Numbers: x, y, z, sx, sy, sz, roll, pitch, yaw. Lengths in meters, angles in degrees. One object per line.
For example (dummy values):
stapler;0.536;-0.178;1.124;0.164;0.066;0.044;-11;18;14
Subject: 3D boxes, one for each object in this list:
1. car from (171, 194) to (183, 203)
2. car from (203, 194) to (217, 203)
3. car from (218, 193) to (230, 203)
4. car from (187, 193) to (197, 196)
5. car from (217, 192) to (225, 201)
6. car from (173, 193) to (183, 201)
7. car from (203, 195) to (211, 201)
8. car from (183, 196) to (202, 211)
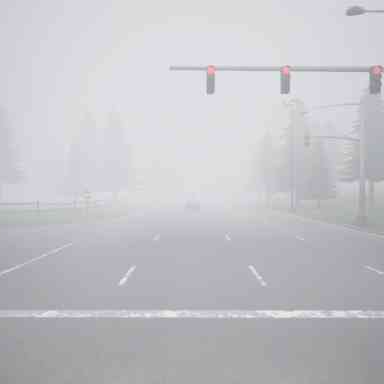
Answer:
car;-3.422;1.531;70.365;2.033;1.411;5.357;0;0;0
car;3.578;1.517;70.357;2.128;1.511;4.902;0;0;0
car;7.079;1.517;70.770;1.812;1.442;4.674;0;0;0
car;0.079;1.545;70.778;1.994;1.385;4.181;0;0;0
car;7.090;1.058;80.803;2.150;2.045;5.566;0;0;0
car;-3.410;1.188;80.755;2.097;1.767;4.553;0;0;0
car;3.590;1.428;80.807;1.895;1.301;4.718;0;0;0
car;0.044;1.526;39.748;1.812;1.442;4.674;0;0;0
